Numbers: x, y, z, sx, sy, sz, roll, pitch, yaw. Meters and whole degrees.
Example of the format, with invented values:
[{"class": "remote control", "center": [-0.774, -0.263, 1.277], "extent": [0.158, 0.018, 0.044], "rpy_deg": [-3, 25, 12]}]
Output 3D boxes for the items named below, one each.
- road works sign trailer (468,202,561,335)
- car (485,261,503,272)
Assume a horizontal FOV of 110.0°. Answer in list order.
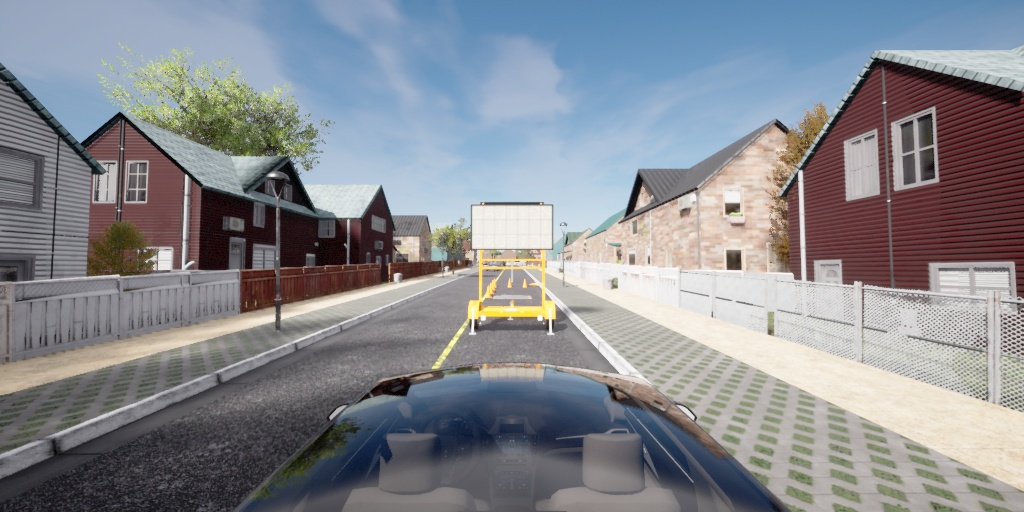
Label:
[{"class": "road works sign trailer", "center": [0.005, 0.226, 10.558], "extent": [2.380, 3.560, 2.880], "rpy_deg": [0, 0, 1]}, {"class": "car", "center": [-2.703, 1.460, 50.577], "extent": [2.128, 1.511, 4.902], "rpy_deg": [0, 0, 0]}]
